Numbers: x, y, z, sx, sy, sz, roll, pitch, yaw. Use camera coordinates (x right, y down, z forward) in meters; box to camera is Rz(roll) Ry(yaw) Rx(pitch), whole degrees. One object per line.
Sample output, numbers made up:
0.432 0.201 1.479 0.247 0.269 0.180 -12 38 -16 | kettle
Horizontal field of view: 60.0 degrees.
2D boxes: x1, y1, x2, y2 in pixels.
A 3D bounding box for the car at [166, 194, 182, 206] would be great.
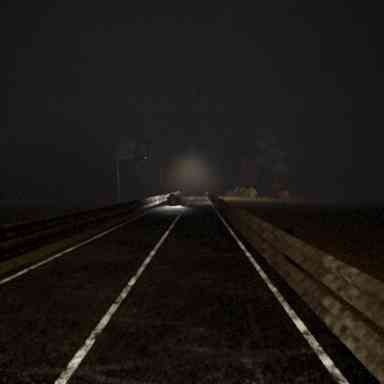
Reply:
-2.301 0.990 44.660 2.128 1.511 4.902 -1 1 1 | car
